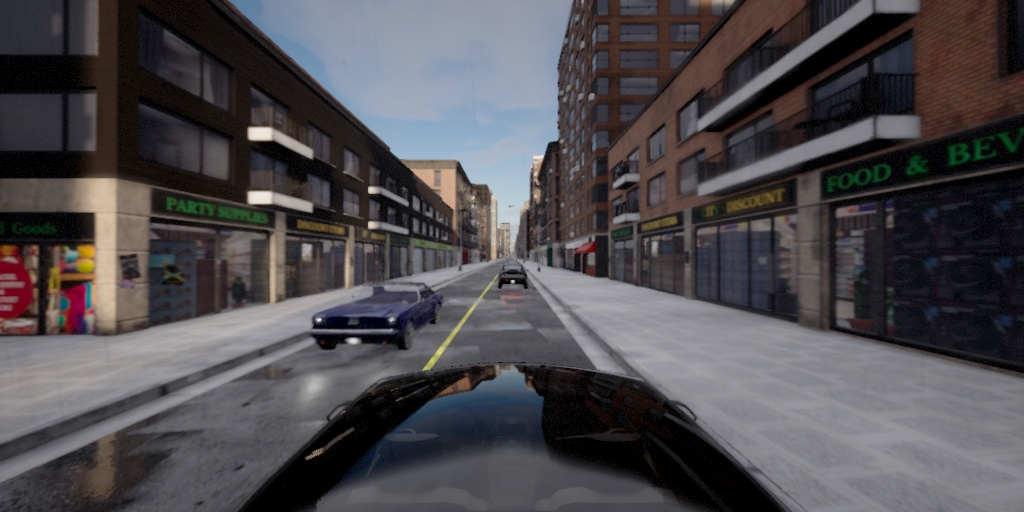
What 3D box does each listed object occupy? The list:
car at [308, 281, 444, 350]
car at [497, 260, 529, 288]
[{"bbox_3d":[-3.081,1.346,9.182,1.895,1.301,4.718,0,0,0],"label":"car"},{"bbox_3d":[0.065,1.245,23.737,1.837,1.490,4.892,0,1,0],"label":"car"}]
